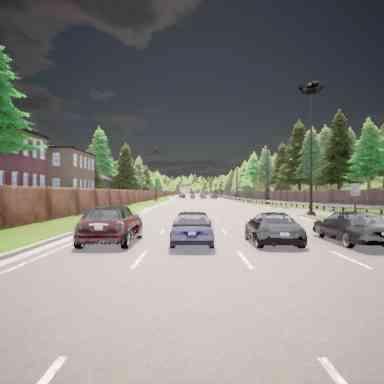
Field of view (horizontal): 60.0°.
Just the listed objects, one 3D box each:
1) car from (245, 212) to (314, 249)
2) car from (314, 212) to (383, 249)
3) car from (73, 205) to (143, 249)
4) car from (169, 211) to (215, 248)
[{"bbox_3d":[3.517,1.570,14.577,1.994,1.385,4.181,0,0,0],"label":"car"},{"bbox_3d":[7.017,1.560,14.548,2.033,1.411,5.357,0,0,0],"label":"car"},{"bbox_3d":[-3.483,1.363,14.605,2.097,1.767,4.553,0,0,0],"label":"car"},{"bbox_3d":[0.017,1.560,14.606,2.033,1.411,5.357,0,0,0],"label":"car"}]
